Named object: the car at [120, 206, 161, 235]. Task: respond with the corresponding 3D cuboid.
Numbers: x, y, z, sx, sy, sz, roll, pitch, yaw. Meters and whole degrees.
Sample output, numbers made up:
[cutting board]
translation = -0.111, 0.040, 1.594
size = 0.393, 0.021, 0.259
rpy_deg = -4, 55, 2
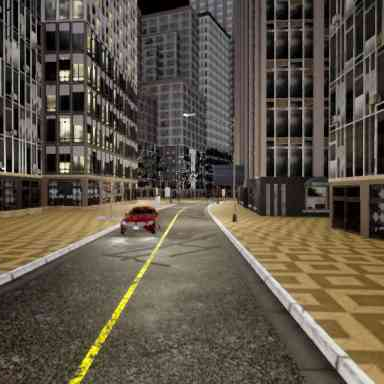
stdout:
[car]
translation = -2.790, 1.532, 18.913
size = 1.812, 1.442, 4.674
rpy_deg = 0, 0, 0
